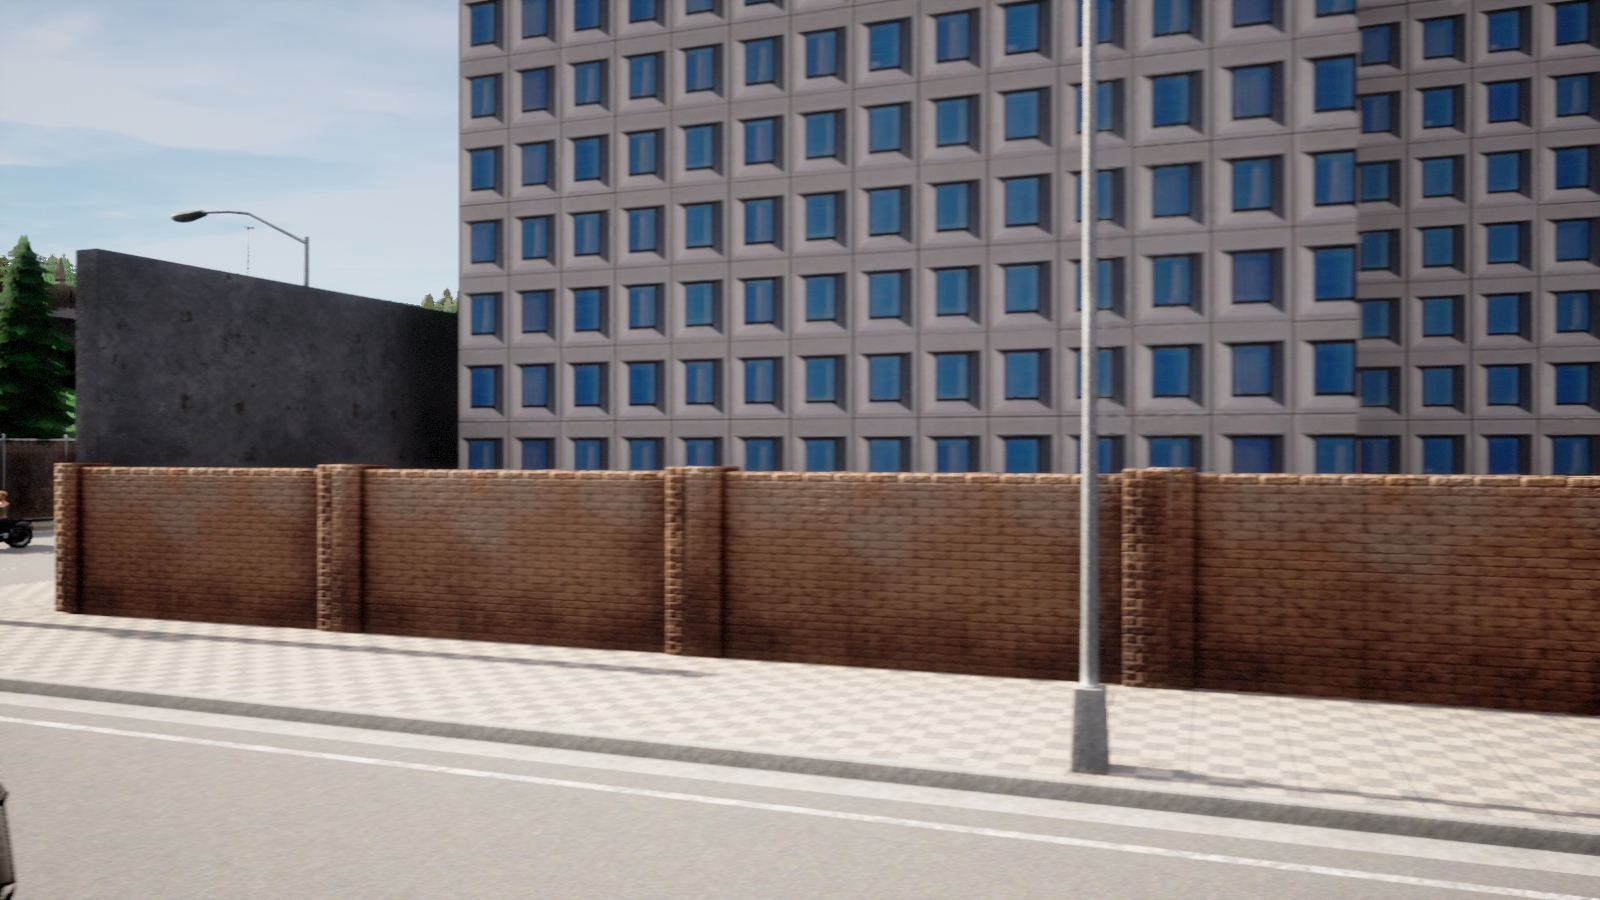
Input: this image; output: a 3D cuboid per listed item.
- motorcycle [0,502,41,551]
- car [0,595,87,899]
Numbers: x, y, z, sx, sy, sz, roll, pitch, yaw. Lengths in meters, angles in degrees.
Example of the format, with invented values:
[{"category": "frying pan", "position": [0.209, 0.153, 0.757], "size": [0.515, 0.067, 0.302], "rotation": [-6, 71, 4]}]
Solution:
[{"category": "motorcycle", "position": [-22.129, 2.116, 31.183], "size": [0.764, 1.277, 2.356], "rotation": [0, 0, 20]}, {"category": "car", "position": [-6.572, 1.780, 5.692], "size": [5.566, 2.045, 2.150], "rotation": [0, 0, 20]}]
